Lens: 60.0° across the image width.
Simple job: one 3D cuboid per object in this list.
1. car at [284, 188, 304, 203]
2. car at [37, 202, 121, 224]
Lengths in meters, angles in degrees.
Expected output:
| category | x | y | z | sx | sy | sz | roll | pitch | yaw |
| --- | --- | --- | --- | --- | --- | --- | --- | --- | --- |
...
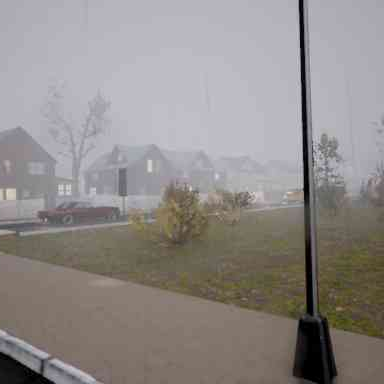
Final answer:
| category | x | y | z | sx | sy | sz | roll | pitch | yaw |
| --- | --- | --- | --- | --- | --- | --- | --- | --- | --- |
| car | 13.916 | 0.588 | 42.301 | 1.882 | 1.535 | 5.008 | -2 | -1 | 44 |
| car | -6.771 | 1.246 | 20.489 | 1.895 | 1.301 | 4.718 | -2 | -1 | 43 |
